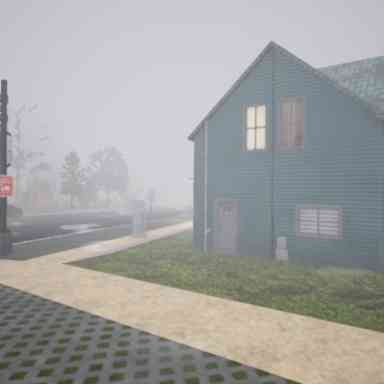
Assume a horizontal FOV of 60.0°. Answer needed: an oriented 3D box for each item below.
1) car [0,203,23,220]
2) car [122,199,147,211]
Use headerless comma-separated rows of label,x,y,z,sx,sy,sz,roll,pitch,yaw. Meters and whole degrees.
car,-16.505,1.697,28.112,1.812,1.442,4.674,1,-1,18
car,-8.761,1.863,50.652,2.097,1.767,4.553,1,0,21
